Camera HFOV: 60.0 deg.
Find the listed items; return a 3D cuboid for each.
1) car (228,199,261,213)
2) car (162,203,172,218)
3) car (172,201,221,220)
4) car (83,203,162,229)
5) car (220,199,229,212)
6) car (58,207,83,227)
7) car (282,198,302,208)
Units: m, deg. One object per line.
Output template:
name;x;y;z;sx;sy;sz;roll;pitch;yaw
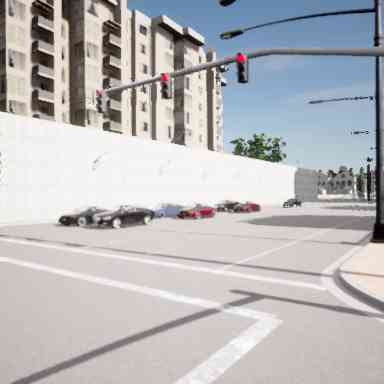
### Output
car;6.446;1.726;38.812;1.994;1.385;4.181;-1;0;36
car;-2.496;1.742;32.384;2.033;1.411;5.357;-1;0;36
car;0.471;1.726;30.506;1.994;1.385;4.181;-1;0;36
car;-4.726;1.654;23.279;2.128;1.511;4.902;-1;0;36
car;4.288;1.686;41.816;2.128;1.511;4.902;-1;0;36
car;-7.823;1.759;24.954;1.994;1.385;4.181;-1;0;35
car;15.450;1.662;51.210;1.837;1.490;4.892;-1;0;36
